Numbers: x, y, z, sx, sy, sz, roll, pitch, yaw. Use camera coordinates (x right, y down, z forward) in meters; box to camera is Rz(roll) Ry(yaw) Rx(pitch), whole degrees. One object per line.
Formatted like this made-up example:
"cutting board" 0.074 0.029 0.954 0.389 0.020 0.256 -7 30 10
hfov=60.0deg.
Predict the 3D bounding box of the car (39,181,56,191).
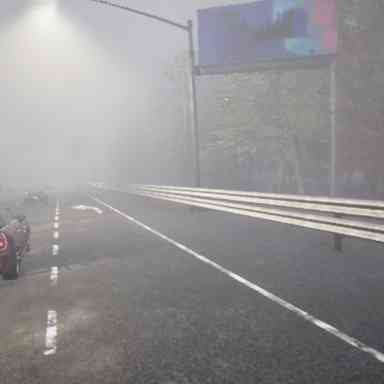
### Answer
"car" -27.624 -0.875 63.748 1.882 1.535 5.008 -4 4 -22

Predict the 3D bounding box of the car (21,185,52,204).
"car" -14.547 0.418 31.175 1.994 1.385 4.181 -4 4 -22

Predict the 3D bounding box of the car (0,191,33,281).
"car" -5.500 1.089 8.570 2.097 1.767 4.553 -4 4 -22

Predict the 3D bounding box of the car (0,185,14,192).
"car" -34.130 -0.503 61.190 2.097 1.767 4.553 -4 4 -22

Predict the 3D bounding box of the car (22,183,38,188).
"car" -30.885 -0.615 62.502 2.128 1.511 4.902 -4 4 -22
